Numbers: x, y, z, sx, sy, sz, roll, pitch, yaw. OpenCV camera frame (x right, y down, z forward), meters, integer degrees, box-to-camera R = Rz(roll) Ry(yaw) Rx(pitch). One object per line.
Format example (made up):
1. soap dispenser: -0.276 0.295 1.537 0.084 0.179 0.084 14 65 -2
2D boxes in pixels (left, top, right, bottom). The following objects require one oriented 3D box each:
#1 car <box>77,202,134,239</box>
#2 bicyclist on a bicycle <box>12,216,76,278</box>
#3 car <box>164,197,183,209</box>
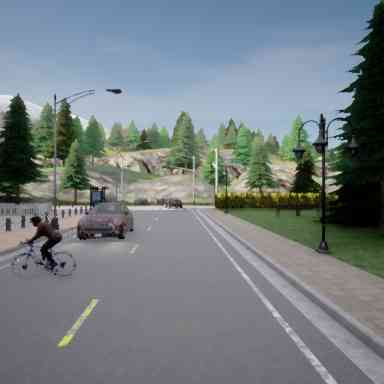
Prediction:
1. car: -4.290 1.352 17.120 2.097 1.767 4.553 0 0 -2
2. bicyclist on a bicycle: -3.884 1.454 8.687 1.656 1.620 0.582 -2 0 -3
3. car: -2.577 1.510 45.797 1.837 1.490 4.892 0 0 -15
